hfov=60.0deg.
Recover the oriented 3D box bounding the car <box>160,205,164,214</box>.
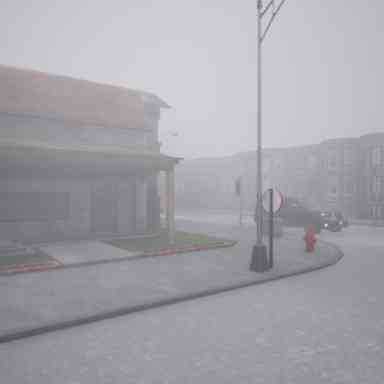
[{"bbox_3d":[-4.726,1.496,34.458,2.128,1.511,4.902,0,0,-35],"label":"car"}]

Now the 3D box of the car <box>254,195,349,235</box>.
[{"bbox_3d":[6.035,1.227,19.211,2.150,2.045,5.566,0,0,-34],"label":"car"}]
